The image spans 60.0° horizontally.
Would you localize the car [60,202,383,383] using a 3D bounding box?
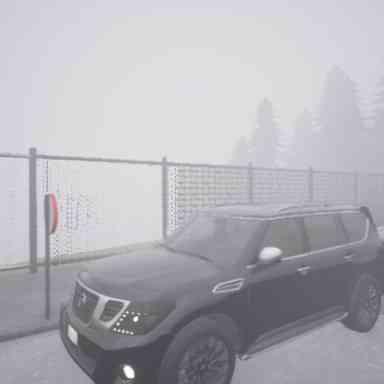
[{"bbox_3d":[0.943,1.209,5.250,5.566,2.045,2.150,0,0,-36],"label":"car"}]
